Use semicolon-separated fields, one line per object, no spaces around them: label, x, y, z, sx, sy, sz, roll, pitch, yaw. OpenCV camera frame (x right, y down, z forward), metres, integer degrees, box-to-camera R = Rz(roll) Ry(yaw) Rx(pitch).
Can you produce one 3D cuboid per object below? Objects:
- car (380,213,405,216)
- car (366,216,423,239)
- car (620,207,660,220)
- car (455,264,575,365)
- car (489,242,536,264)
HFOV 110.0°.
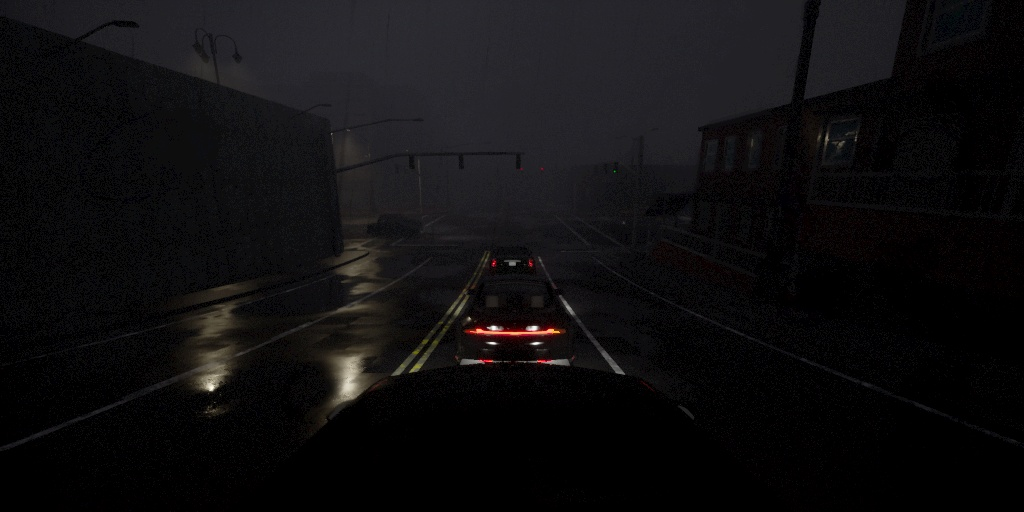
car;-11.298;-3.476;36.007;4.553;1.767;2.097;-1;12;-5
car;-10.452;-2.439;31.918;4.902;1.511;2.128;2;12;7
car;16.464;-5.546;46.040;5.008;1.535;1.882;0;12;0
car;0.055;1.122;7.183;1.837;1.490;4.892;0;2;0
car;0.023;0.085;17.436;2.097;1.767;4.553;0;7;0
